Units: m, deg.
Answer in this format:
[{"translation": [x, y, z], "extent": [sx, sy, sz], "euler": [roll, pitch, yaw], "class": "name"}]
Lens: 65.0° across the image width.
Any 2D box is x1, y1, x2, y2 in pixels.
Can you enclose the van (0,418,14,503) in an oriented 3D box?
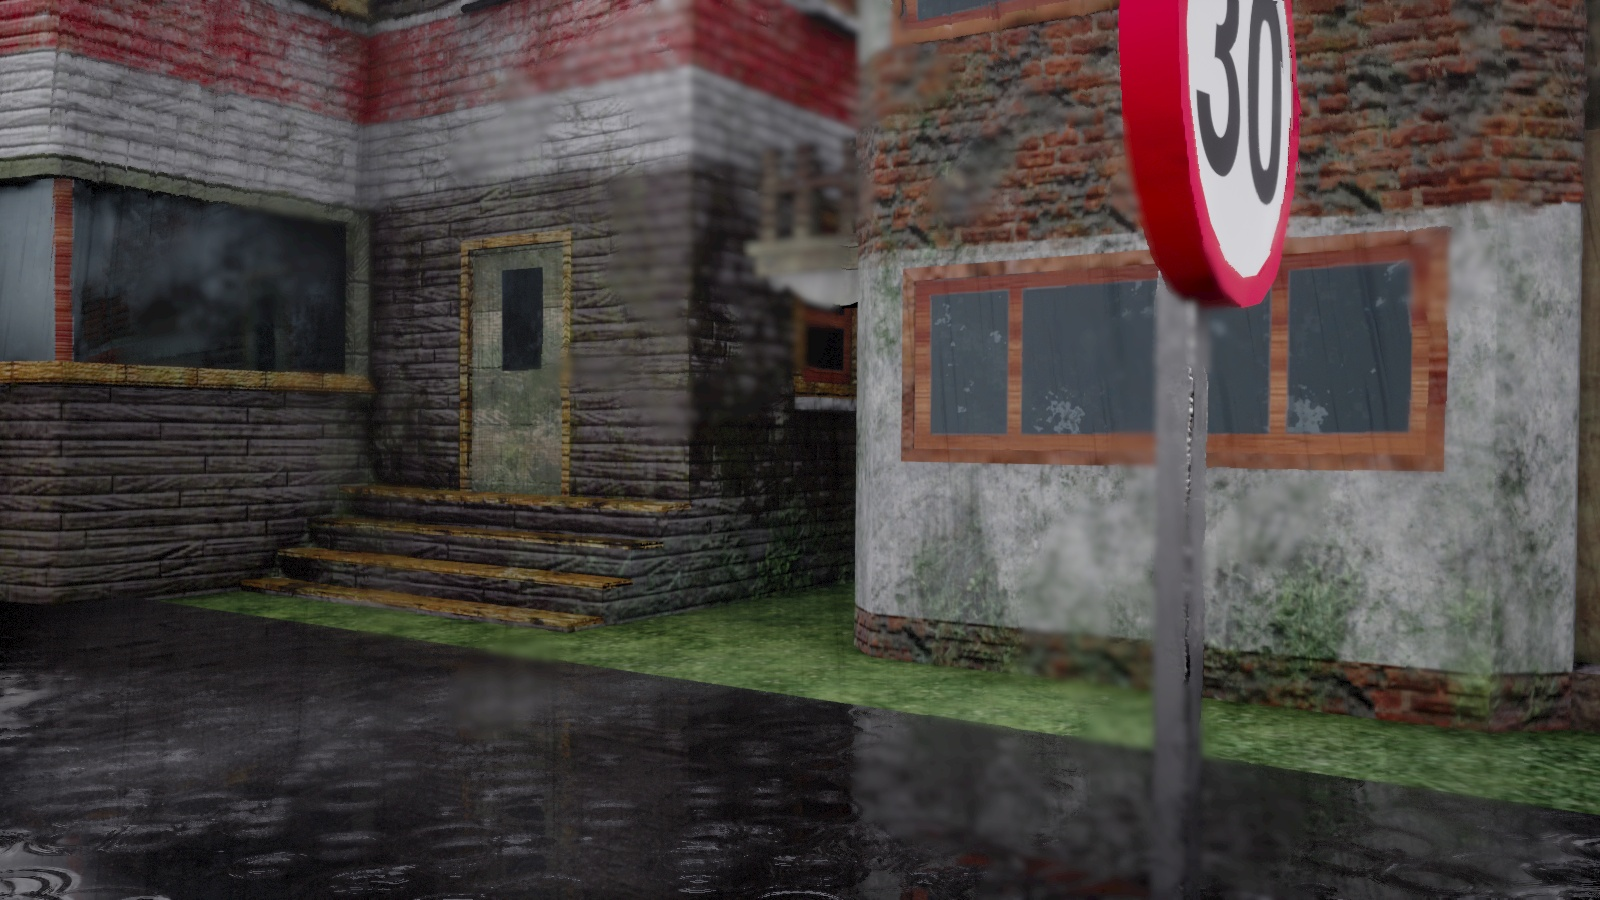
[{"translation": [-20.636, 0.283, 28.448], "extent": [1.775, 1.987, 4.442], "euler": [0, 1, 34], "class": "van"}]
